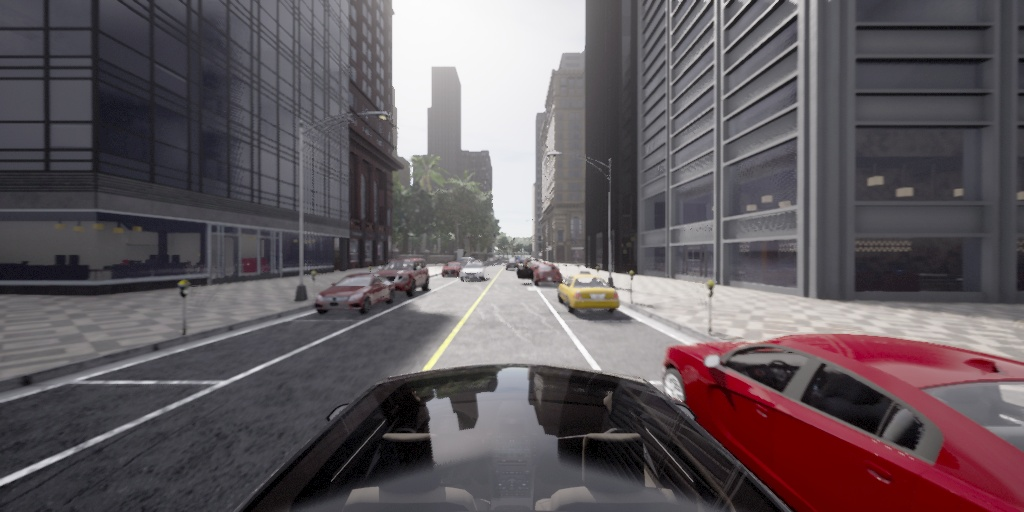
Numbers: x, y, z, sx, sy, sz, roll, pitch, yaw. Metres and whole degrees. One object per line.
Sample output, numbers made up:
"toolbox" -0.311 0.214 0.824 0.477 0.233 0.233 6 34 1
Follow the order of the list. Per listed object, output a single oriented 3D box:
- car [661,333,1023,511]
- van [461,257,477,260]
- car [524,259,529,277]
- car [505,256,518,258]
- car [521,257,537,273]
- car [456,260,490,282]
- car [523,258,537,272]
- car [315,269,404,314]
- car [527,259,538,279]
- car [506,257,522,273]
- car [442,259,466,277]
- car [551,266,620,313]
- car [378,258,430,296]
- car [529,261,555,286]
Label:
"car" 2.762 1.294 2.848 1.888 1.381 4.507 0 0 0
"van" -5.752 1.076 46.265 1.690 1.789 3.998 0 0 0
"car" 2.772 1.286 40.822 2.007 1.370 4.403 0 0 0
"car" 0.016 1.257 63.399 1.812 1.442 4.674 0 0 0
"car" 2.774 1.049 51.673 2.192 1.841 5.009 0 0 0
"car" -3.088 1.262 29.317 1.812 1.442 4.674 0 0 0
"car" 2.773 1.261 46.418 1.751 1.417 4.829 0 0 0
"car" -5.760 1.324 13.709 1.802 1.307 4.207 0 0 0
"car" 2.769 1.281 35.398 1.888 1.381 4.507 0 0 0
"car" 0.073 1.261 51.501 1.812 1.442 4.674 0 0 0
"car" -5.755 1.281 35.412 1.888 1.381 4.507 0 0 0
"car" 2.765 1.268 13.868 1.751 1.417 4.829 0 0 0
"car" -5.759 1.054 19.135 2.192 1.841 5.009 0 0 0
"car" 2.357 1.264 24.823 1.812 1.442 4.674 0 0 0
